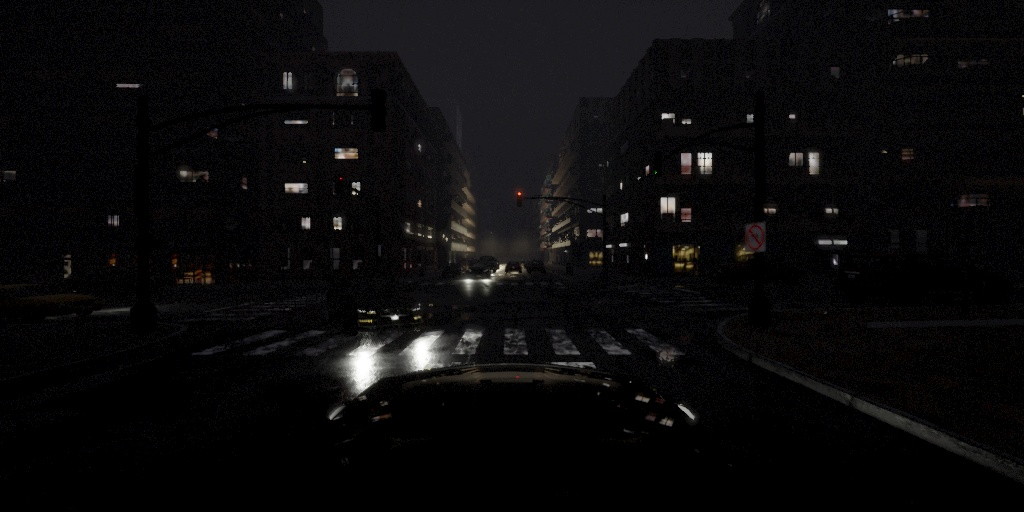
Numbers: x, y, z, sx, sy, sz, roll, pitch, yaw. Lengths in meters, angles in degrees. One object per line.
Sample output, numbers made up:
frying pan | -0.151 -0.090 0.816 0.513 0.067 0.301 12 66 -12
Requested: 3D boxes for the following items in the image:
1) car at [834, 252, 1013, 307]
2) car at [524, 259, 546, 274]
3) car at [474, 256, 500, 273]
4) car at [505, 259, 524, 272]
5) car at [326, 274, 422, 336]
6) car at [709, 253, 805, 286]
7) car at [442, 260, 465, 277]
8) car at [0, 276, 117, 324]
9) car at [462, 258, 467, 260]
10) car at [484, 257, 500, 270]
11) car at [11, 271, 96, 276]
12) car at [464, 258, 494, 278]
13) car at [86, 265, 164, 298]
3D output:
car | 14.730 0.775 13.054 5.009 1.841 2.192 0 0 0
car | 2.759 1.198 40.803 1.967 1.591 4.097 0 0 0
car | -3.024 0.981 44.101 2.150 2.045 5.566 0 0 0
car | 0.172 1.324 45.403 1.994 1.385 4.181 0 0 0
car | -4.296 1.313 10.823 1.837 1.490 4.892 3 -2 -36
car | 14.610 0.759 21.433 5.009 1.841 2.192 0 0 0
car | -5.631 1.322 35.134 1.948 1.339 4.313 0 0 0
car | -17.611 1.585 12.829 4.829 1.417 1.751 0 0 0
car | -5.621 1.283 40.646 1.751 1.417 4.829 0 0 0
car | -2.991 1.116 54.433 2.097 1.767 4.553 0 0 0
car | -21.692 1.618 15.391 4.902 1.511 2.128 -1 0 0
car | -3.044 1.233 34.119 1.882 1.535 5.008 0 0 0
car | -23.565 1.462 21.136 5.009 1.841 2.192 0 0 0
